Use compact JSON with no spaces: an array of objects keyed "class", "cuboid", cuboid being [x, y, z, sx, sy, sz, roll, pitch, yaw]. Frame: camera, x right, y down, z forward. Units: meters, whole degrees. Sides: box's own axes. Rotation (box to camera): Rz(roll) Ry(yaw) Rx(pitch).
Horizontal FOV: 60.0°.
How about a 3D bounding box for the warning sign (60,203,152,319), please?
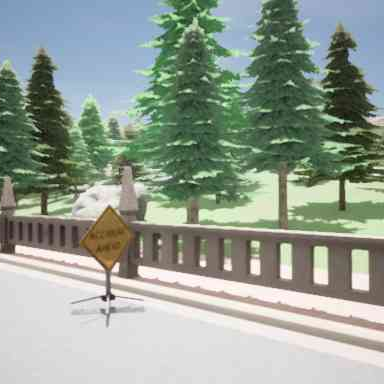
[{"class":"warning sign","cuboid":[-1.591,1.160,6.295,1.060,1.860,1.300,-1,0,36]}]
